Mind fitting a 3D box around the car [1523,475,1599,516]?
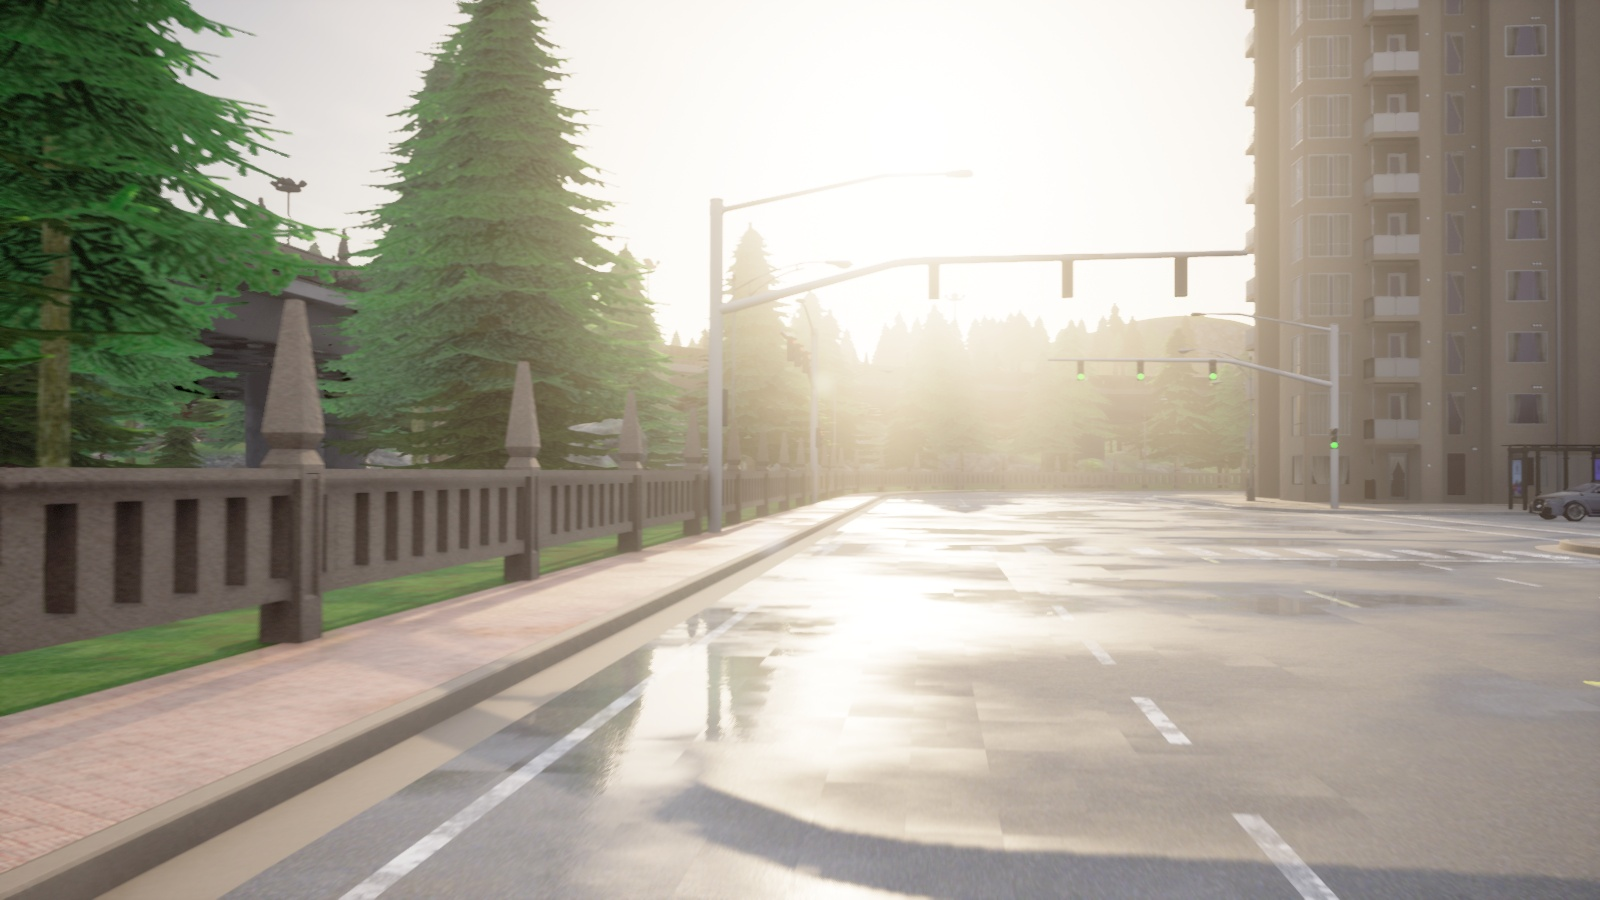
[{"bbox_3d":[28.145,1.585,44.220,4.181,1.385,1.994,0,-1,5],"label":"car"}]
